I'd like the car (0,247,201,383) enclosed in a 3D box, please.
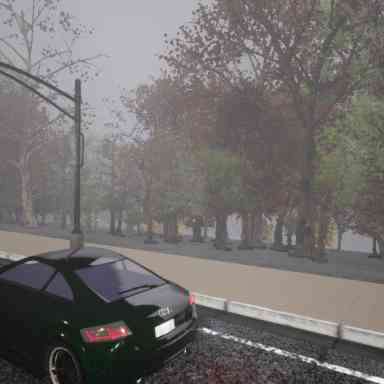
[{"bbox_3d":[-1.945,1.563,5.073,4.181,1.385,1.994,0,0,36],"label":"car"}]
